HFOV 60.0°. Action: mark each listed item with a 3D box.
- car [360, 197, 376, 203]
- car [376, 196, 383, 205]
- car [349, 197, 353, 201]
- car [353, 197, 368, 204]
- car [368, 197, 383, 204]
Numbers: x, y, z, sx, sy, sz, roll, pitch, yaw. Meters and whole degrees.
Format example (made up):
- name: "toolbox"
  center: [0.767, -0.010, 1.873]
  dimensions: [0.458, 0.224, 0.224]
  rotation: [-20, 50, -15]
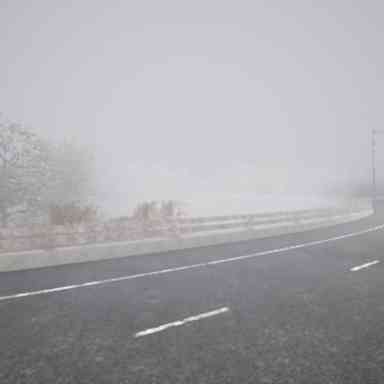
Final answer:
- name: "car"
  center: [44.108, 1.925, 83.480]
  dimensions: [1.812, 1.442, 4.674]
  rotation: [0, 0, 3]
- name: "car"
  center: [42.817, 1.839, 73.510]
  dimensions: [2.097, 1.767, 4.553]
  rotation: [0, 0, 8]
- name: "car"
  center: [40.622, 1.969, 83.792]
  dimensions: [1.994, 1.385, 4.181]
  rotation: [0, 0, 3]
- name: "car"
  center: [39.869, 2.008, 77.178]
  dimensions: [1.882, 1.535, 5.008]
  rotation: [0, 0, 8]
- name: "car"
  center: [38.122, 1.771, 67.922]
  dimensions: [1.837, 1.490, 4.892]
  rotation: [0, -1, 13]
